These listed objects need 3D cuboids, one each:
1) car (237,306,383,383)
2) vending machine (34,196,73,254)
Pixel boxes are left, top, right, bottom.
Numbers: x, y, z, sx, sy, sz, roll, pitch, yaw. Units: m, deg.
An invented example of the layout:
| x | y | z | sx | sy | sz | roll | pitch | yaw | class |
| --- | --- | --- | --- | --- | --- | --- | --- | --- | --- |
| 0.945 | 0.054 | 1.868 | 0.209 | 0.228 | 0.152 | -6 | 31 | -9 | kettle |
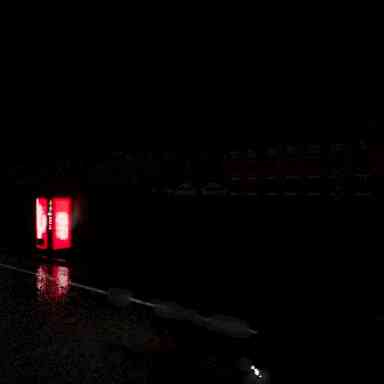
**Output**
| x | y | z | sx | sy | sz | roll | pitch | yaw | class |
| --- | --- | --- | --- | --- | --- | --- | --- | --- | --- |
| 2.630 | 1.492 | 2.075 | 4.902 | 1.511 | 2.128 | 0 | 0 | 36 | car |
| -5.269 | 1.195 | 12.683 | 0.880 | 2.100 | 1.100 | 0 | 0 | 36 | vending machine |
